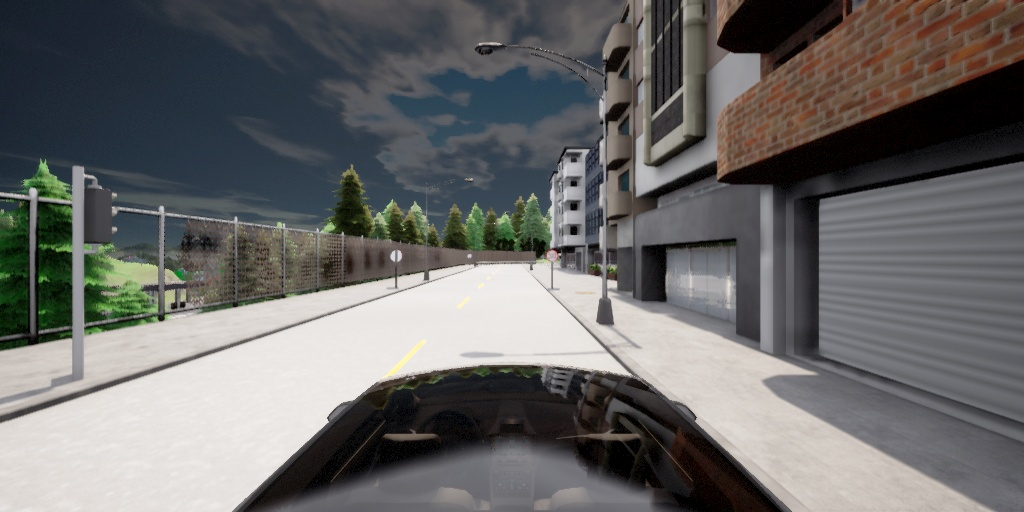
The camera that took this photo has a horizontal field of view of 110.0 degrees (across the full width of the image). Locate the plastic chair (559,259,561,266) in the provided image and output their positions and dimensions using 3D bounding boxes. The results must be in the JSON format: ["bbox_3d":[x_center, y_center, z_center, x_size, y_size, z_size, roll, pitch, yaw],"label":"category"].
[{"bbox_3d":[9.254,1.263,64.026,0.750,1.272,0.730,0,0,10],"label":"plastic chair"}]
